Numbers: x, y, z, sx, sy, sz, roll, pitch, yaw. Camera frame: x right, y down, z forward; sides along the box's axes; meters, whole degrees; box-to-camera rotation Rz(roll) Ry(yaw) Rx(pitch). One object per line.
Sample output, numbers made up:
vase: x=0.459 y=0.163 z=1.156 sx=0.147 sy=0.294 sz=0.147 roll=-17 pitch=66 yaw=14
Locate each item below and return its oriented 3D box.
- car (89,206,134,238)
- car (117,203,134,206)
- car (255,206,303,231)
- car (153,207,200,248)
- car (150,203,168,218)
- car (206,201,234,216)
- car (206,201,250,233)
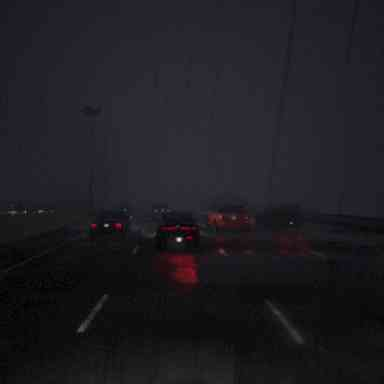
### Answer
car: x=-4.530 y=1.733 z=19.011 sx=2.033 sy=1.411 sz=5.357 roll=0 pitch=-1 yaw=-6
car: x=-7.530 y=1.926 z=37.411 sx=1.994 sy=1.385 sz=4.181 roll=0 pitch=0 yaw=-12
car: x=5.625 y=1.684 z=22.175 sx=2.128 sy=1.511 sz=4.902 roll=0 pitch=-1 yaw=-7
car: x=-0.725 y=1.651 z=15.609 sx=1.837 sy=1.490 sz=4.892 roll=0 pitch=-1 yaw=-5
car: x=-3.312 y=1.872 z=34.462 sx=2.033 sy=1.411 sz=5.357 roll=0 pitch=-1 yaw=-11
car: x=3.083 y=1.850 z=37.901 sx=1.837 sy=1.490 sz=4.892 roll=0 pitch=0 yaw=-11
car: x=2.183 y=1.545 z=21.382 sx=2.097 sy=1.767 sz=4.553 roll=0 pitch=-1 yaw=-6
